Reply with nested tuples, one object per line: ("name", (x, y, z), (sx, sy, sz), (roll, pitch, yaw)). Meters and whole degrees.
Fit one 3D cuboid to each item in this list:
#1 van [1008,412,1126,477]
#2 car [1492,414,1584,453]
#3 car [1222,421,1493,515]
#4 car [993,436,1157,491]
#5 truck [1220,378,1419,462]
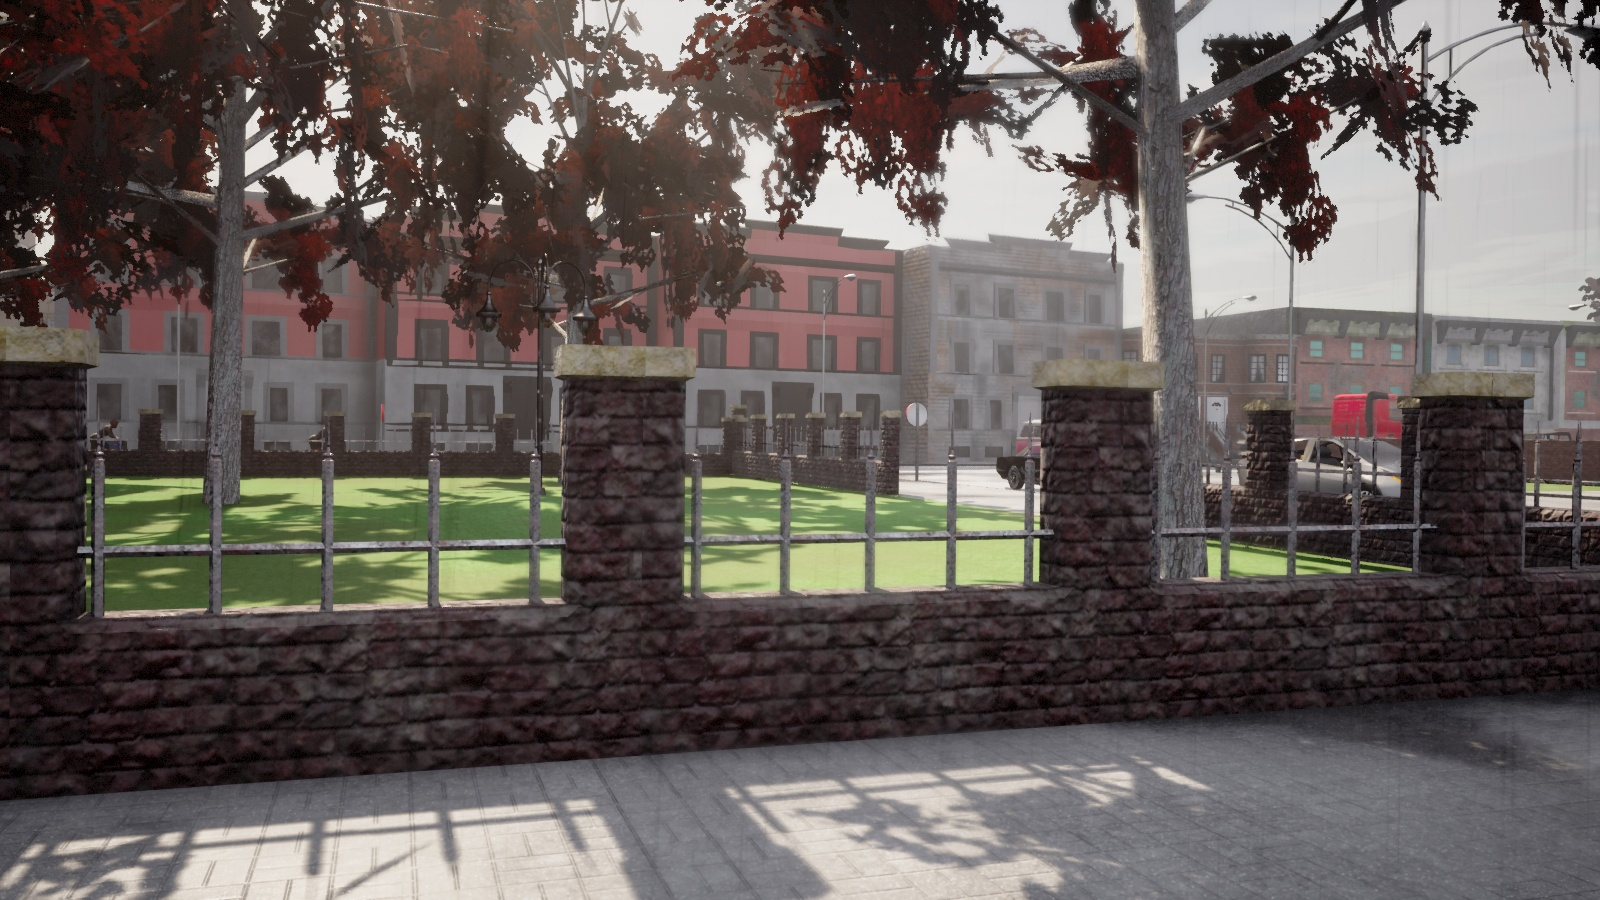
("van", (8.601, -0.206, 40.825), (1.775, 1.987, 4.442), (-1, 1, -18))
("car", (37.126, -0.835, 63.221), (3.866, 1.878, 1.905), (-1, 1, -18))
("car", (10.067, 0.260, 23.108), (2.007, 1.525, 4.514), (-1, 1, -20))
("car", (6.994, 0.294, 32.525), (1.895, 1.301, 4.718), (-1, 1, -20))
("truck", (22.459, -1.310, 54.295), (7.936, 3.462, 2.891), (-1, 1, -17))
